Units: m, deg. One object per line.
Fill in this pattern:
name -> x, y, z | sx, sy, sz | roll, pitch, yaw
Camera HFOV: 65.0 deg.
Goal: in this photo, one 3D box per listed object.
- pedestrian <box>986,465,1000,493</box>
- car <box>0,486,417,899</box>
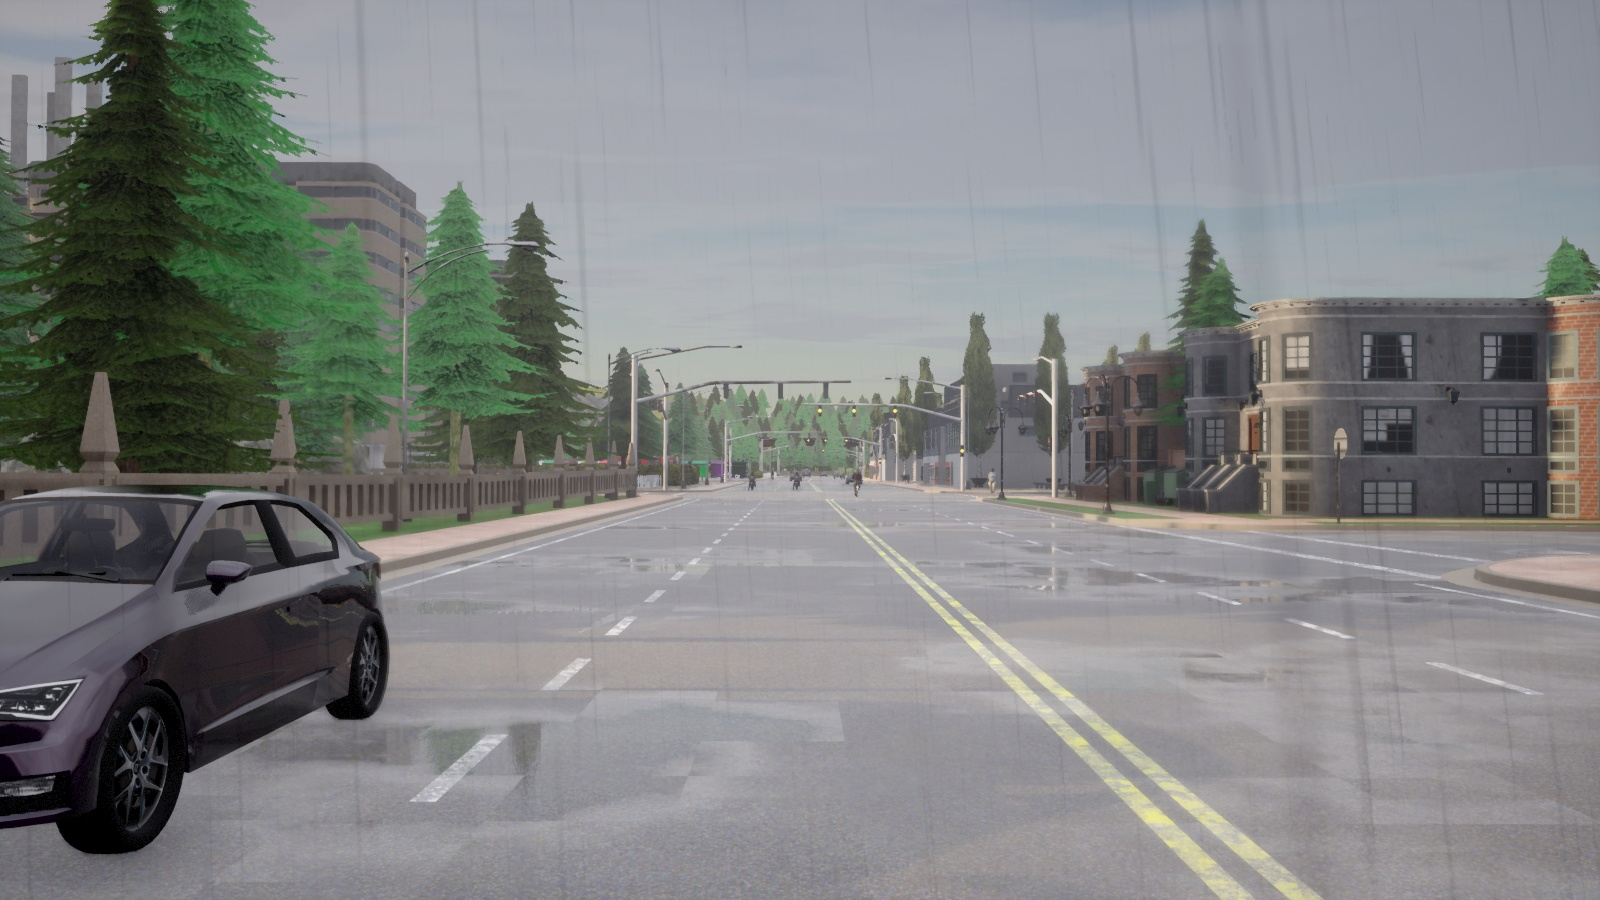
pedestrian -> 13.190, 1.987, 85.791 | 0.874, 1.855, 0.900 | 0, -1, 2
car -> -3.515, 0.951, 6.460 | 1.816, 1.474, 4.193 | 0, -1, 0
